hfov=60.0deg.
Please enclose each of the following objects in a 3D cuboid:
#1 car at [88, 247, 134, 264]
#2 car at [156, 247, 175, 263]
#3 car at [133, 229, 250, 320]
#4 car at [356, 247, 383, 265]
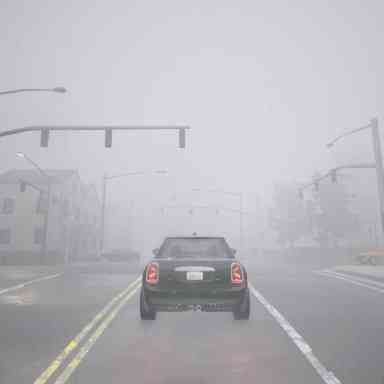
[{"bbox_3d":[-6.977,5.772,30.180,1.882,1.535,5.008,-9,-15,43],"label":"car"},{"bbox_3d":[-3.651,8.699,46.062,2.150,2.045,5.566,0,-11,0],"label":"car"},{"bbox_3d":[0.061,1.806,8.226,2.097,1.767,4.553,0,-7,0],"label":"car"},{"bbox_3d":[16.464,5.361,28.061,5.008,1.535,1.882,0,-11,1],"label":"car"}]
